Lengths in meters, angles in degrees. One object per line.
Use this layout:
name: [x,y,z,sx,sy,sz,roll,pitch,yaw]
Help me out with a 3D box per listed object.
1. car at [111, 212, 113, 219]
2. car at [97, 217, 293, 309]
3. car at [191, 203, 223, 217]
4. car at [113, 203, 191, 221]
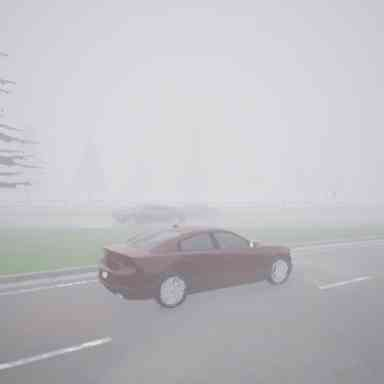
car: [-3.932,1.610,26.657,4.902,1.511,2.128,1,0,-7]
car: [0.306,1.525,8.030,5.008,1.535,1.882,1,0,-34]
car: [0.084,1.723,30.646,5.357,1.411,2.033,1,0,-10]
car: [-2.773,1.614,23.274,4.892,1.490,1.837,1,0,-8]
